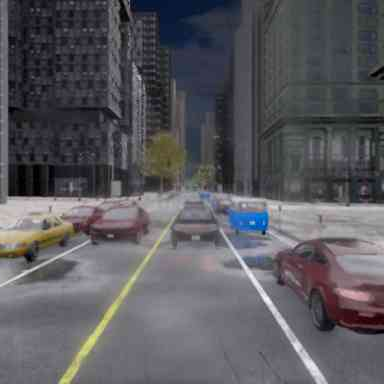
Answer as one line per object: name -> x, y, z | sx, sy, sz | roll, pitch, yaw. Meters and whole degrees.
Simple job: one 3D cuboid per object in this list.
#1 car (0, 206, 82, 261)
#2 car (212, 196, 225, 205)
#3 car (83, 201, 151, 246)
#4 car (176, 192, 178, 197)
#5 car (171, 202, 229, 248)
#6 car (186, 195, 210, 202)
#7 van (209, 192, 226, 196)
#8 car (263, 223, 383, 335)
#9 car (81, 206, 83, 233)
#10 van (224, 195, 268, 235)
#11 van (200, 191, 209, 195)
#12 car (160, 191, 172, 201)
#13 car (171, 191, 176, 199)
car -> -5.721, 1.432, 11.874 | 1.752, 1.417, 4.829 | 0, 0, 0
car -> 2.910, 1.334, 28.561 | 1.887, 1.381, 4.507 | 0, 0, 0
car -> -3.029, 1.363, 14.931 | 1.882, 1.535, 5.008 | 0, 0, 0
car -> -5.371, 0.731, 82.579 | 2.192, 1.841, 5.009 | 0, 0, 0
car -> 0.152, 1.386, 14.120 | 2.128, 1.511, 4.902 | 0, 0, 0
car -> 0.227, 1.270, 29.701 | 2.128, 1.511, 4.902 | 0, 0, 0
van -> 2.938, 1.090, 34.084 | 1.690, 1.788, 3.998 | 0, 0, 0
car -> 2.801, 1.535, 6.462 | 1.802, 1.307, 4.206 | 0, 0, 0
car -> -5.695, 1.409, 17.569 | 1.887, 1.381, 4.507 | 0, 0, 0
van -> 2.857, 1.212, 17.510 | 1.690, 1.788, 3.998 | 0, 0, 0
van -> 3.104, 0.831, 72.068 | 1.690, 1.788, 3.998 | 0, 0, 0
car -> -5.454, 1.045, 66.541 | 1.752, 1.417, 4.829 | 0, 0, 0
car -> -5.397, 0.994, 77.291 | 1.887, 1.381, 4.507 | 0, 0, 0
